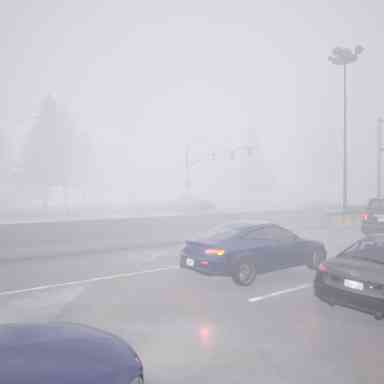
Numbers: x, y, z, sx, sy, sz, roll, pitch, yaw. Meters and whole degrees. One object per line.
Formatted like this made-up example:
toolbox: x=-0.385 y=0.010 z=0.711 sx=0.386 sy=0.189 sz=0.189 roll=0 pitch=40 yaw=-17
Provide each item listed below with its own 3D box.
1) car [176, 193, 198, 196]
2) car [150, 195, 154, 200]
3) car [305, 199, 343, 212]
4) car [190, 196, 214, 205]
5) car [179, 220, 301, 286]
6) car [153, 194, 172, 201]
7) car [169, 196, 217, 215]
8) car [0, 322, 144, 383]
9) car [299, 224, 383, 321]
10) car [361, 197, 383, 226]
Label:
car: x=-0.068 y=1.214 z=54.771 sx=2.150 sy=2.045 sz=5.566 roll=0 pitch=0 yaw=-28
car: x=-9.478 y=1.534 z=83.331 sx=2.033 sy=1.411 sz=5.357 roll=0 pitch=0 yaw=-10
car: x=15.706 y=1.565 z=39.683 sx=4.181 sy=1.385 sz=1.994 roll=0 pitch=0 yaw=42
car: x=1.703 y=1.542 z=58.916 sx=2.033 sy=1.411 sz=5.357 roll=0 pitch=0 yaw=-25
car: x=1.833 y=1.525 z=9.348 sx=4.674 sy=1.442 sz=1.812 roll=0 pitch=0 yaw=-35
car: x=-5.993 y=1.593 z=68.292 sx=1.895 sy=1.301 sz=4.718 roll=0 pitch=0 yaw=-18
car: x=0.410 y=1.504 z=34.598 sx=4.892 sy=1.490 sz=1.837 roll=1 pitch=2 yaw=-39
car: x=-2.500 y=1.526 z=1.928 sx=4.674 sy=1.442 sz=1.812 roll=0 pitch=0 yaw=-36
car: x=4.418 y=1.563 z=6.893 sx=4.181 sy=1.385 sz=1.994 roll=0 pitch=0 yaw=-35
car: x=9.908 y=1.220 z=15.103 sx=5.566 sy=2.045 sz=2.150 roll=0 pitch=0 yaw=-35
